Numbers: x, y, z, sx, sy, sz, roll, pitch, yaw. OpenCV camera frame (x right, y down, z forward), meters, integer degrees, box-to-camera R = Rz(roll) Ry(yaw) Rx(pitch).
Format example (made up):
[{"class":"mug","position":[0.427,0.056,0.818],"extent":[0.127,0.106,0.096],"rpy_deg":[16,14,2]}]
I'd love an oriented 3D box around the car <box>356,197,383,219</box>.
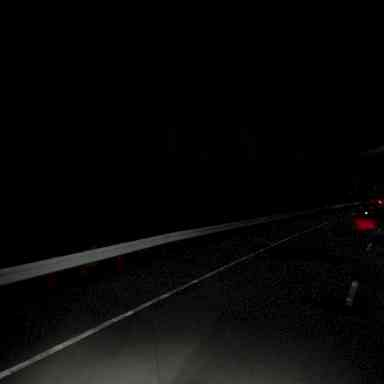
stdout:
[{"class":"car","position":[15.913,1.505,29.703],"extent":[1.837,1.490,4.892],"rpy_deg":[0,0,35]}]

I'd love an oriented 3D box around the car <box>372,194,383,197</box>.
[{"class":"car","position":[21.937,1.221,38.271],"extent":[2.150,2.045,5.566],"rpy_deg":[0,0,35]}]
